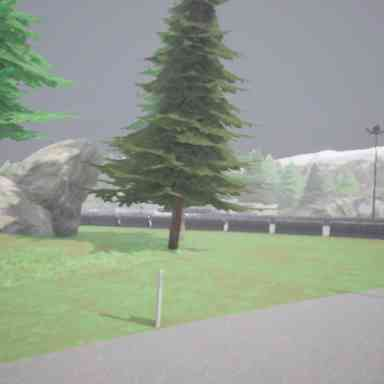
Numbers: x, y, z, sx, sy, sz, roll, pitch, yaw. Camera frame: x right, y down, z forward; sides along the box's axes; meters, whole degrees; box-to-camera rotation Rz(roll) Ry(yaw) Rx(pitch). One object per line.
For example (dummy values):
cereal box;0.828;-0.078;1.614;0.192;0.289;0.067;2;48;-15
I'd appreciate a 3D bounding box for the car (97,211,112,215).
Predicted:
car;-15.105;3.855;54.472;5.008;1.535;1.882;-2;-4;30

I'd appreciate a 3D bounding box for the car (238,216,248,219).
car;4.836;3.402;42.935;4.892;1.490;1.837;-1;-4;30

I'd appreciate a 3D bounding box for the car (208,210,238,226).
car;2.228;2.995;36.373;4.674;1.442;1.812;-1;-4;30

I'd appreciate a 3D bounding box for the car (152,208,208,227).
car;-1.531;2.537;34.521;5.566;2.045;2.150;-1;-4;30

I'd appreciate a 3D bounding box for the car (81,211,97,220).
car;-17.374;3.753;51.744;4.181;1.385;1.994;-1;-4;30

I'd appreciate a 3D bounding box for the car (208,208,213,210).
car;1.978;2.942;40.564;5.566;2.045;2.150;-1;-4;30
